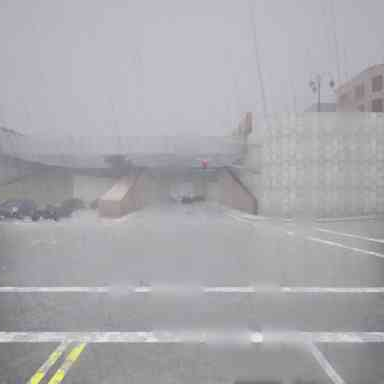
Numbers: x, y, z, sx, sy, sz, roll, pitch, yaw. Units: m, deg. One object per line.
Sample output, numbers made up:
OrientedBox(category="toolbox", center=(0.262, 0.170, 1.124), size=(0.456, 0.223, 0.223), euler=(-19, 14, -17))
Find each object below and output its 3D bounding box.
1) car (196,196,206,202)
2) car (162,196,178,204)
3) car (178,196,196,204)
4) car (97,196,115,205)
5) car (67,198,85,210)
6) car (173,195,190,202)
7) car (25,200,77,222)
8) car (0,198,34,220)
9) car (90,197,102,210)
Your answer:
OrientedBox(category="car", center=(1.530, 1.524, 74.797), size=(1.812, 1.442, 4.674), euler=(0, 0, 28))
OrientedBox(category="car", center=(-4.513, 1.547, 64.312), size=(2.033, 1.411, 5.357), euler=(0, 0, 5))
OrientedBox(category="car", center=(-0.983, 1.547, 64.811), size=(2.033, 1.411, 5.357), euler=(0, 0, 4))
OrientedBox(category="car", center=(-15.325, 1.477, 59.312), size=(1.882, 1.535, 5.008), euler=(0, 0, 0))
OrientedBox(category="car", center=(-15.042, 1.504, 42.365), size=(1.837, 1.490, 4.892), euler=(0, 0, -1))
OrientedBox(category="car", center=(-2.338, 1.524, 74.669), size=(1.812, 1.442, 4.674), euler=(0, 0, 24))
OrientedBox(category="car", center=(-11.099, 1.601, 26.543), size=(1.895, 1.301, 4.718), euler=(0, 0, -2))
OrientedBox(category="car", center=(-14.649, 1.352, 27.854), size=(2.097, 1.767, 4.553), euler=(0, 0, -2))
OrientedBox(category="car", center=(-11.536, 1.506, 42.189), size=(1.837, 1.490, 4.892), euler=(0, 0, -1))
